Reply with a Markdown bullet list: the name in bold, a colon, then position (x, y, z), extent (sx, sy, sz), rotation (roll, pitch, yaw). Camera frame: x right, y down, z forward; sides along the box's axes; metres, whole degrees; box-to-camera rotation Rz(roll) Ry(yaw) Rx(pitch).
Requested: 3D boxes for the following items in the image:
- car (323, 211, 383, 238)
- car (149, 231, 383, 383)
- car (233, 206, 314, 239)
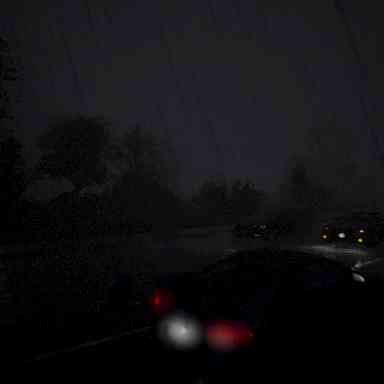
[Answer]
- **car**: position (7.550, 1.573, 14.840), extent (4.181, 1.385, 1.994), rotation (0, 0, -42)
- **car**: position (1.462, 1.570, 5.032), extent (4.181, 1.385, 1.994), rotation (0, 0, -37)
- **car**: position (4.144, 1.491, 16.501), extent (5.008, 1.535, 1.882), rotation (0, 0, -41)
